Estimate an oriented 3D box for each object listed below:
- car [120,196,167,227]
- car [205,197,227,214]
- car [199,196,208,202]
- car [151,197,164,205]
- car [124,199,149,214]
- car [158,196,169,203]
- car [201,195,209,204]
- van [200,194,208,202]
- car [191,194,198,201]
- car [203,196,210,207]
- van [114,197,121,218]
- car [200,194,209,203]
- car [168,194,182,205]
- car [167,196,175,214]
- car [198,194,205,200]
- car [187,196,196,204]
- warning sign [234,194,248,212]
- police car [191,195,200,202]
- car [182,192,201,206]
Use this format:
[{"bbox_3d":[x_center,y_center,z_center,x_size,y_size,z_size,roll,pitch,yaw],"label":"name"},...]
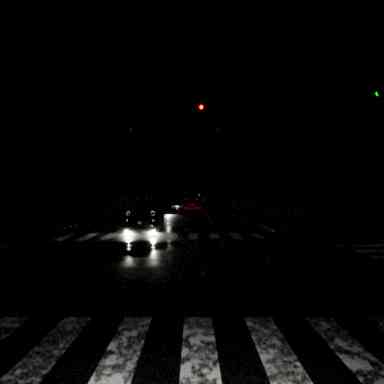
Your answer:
[{"bbox_3d":[-3.202,1.350,23.002,2.097,1.767,4.553,0,0,2],"label":"car"},{"bbox_3d":[2.717,1.545,35.568,1.887,1.381,4.507,0,0,0],"label":"car"},{"bbox_3d":[2.633,1.574,79.771,2.008,1.369,4.403,0,0,0],"label":"car"},{"bbox_3d":[-5.872,1.593,57.672,1.802,1.307,4.206,0,0,0],"label":"car"},{"bbox_3d":[-5.838,1.545,35.572,1.887,1.381,4.507,0,0,0],"label":"car"},{"bbox_3d":[-5.889,1.567,68.721,2.008,1.369,4.403,0,0,0],"label":"car"},{"bbox_3d":[2.696,1.550,46.619,1.887,1.381,4.507,0,0,0],"label":"car"},{"bbox_3d":[2.642,1.361,74.246,1.690,1.788,3.998,0,0,0],"label":"van"},{"bbox_3d":[0.748,1.484,90.373,1.801,1.575,5.366,0,0,0],"label":"car"},{"bbox_3d":[2.706,1.547,41.093,1.887,1.381,4.507,0,0,0],"label":"car"},{"bbox_3d":[-5.831,1.340,30.047,1.690,1.788,3.998,0,0,0],"label":"van"},{"bbox_3d":[2.685,1.533,52.314,1.752,1.417,4.829,0,0,0],"label":"car"},{"bbox_3d":[-3.109,1.559,57.663,2.033,1.411,5.357,0,0,0],"label":"car"},{"bbox_3d":[-3.159,1.505,35.619,1.837,1.490,4.892,0,0,0],"label":"car"},{"bbox_3d":[2.611,1.469,90.823,1.967,1.590,4.097,0,0,0],"label":"car"},{"bbox_3d":[-0.108,1.519,64.445,1.837,1.490,4.892,0,0,0],"label":"car"},{"bbox_3d":[5.014,1.115,34.186,1.300,1.860,1.060,0,0,0],"label":"warning sign"},{"bbox_3d":[0.775,1.445,74.294,1.930,1.638,5.238,0,0,0],"label":"police car"},{"bbox_3d":[-0.044,1.230,53.913,2.150,2.045,5.566,0,0,0],"label":"car"}]
